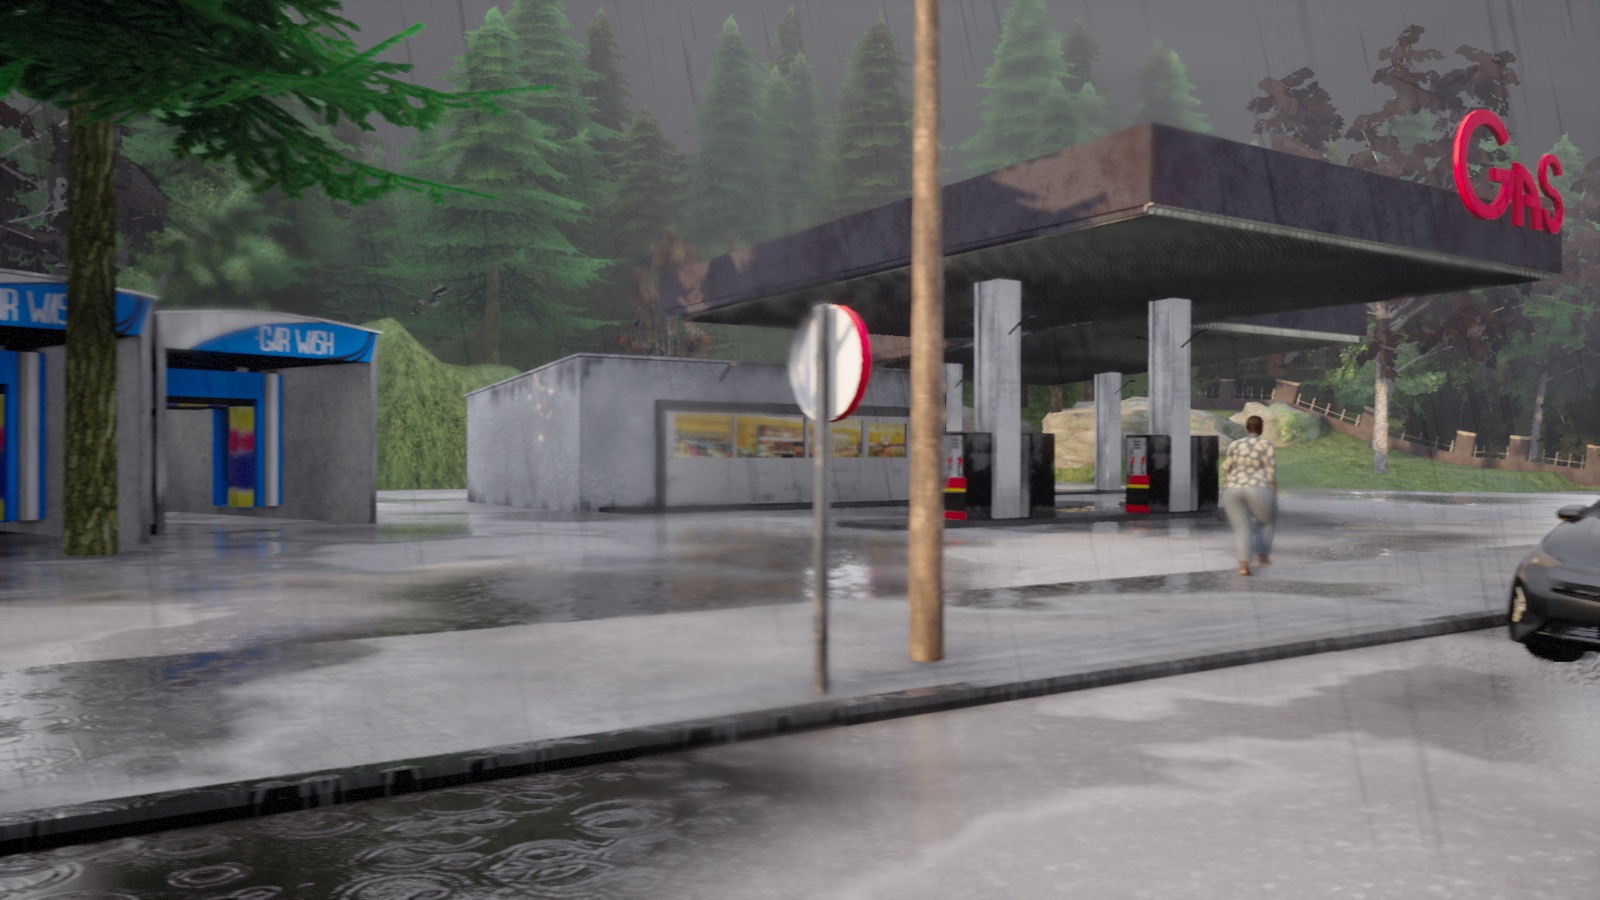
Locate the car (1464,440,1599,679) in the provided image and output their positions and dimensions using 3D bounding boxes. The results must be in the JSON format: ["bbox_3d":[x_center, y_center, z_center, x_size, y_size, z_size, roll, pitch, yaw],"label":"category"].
[{"bbox_3d":[7.032,0.696,9.171,4.514,1.525,2.007,0,0,-35],"label":"car"}]

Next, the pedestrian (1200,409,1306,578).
[{"bbox_3d":[5.202,0.476,14.411,0.874,1.855,0.900,0,0,41],"label":"pedestrian"}]
